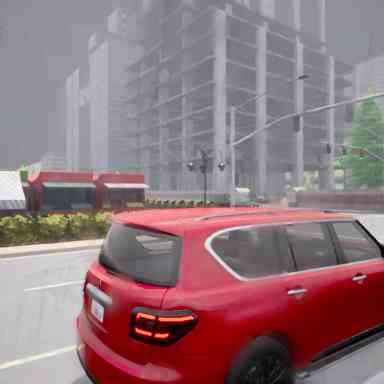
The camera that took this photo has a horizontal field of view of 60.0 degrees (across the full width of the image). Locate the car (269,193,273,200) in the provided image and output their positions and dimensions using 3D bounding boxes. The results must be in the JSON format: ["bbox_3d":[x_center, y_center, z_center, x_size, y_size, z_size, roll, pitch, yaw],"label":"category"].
[{"bbox_3d":[11.664,1.104,58.231,1.905,1.878,3.866,0,0,-36],"label":"car"}]

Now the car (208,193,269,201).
[{"bbox_3d":[3.617,1.162,29.021,2.150,2.045,5.566,0,0,-36],"label":"car"}]

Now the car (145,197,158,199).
[{"bbox_3d":[-4.840,1.418,40.659,1.882,1.535,5.008,0,1,-36],"label":"car"}]

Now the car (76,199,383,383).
[{"bbox_3d":[1.292,1.221,4.713,5.566,2.045,2.150,0,0,-35],"label":"car"}]

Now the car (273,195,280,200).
[{"bbox_3d":[14.053,1.103,59.946,1.905,1.878,3.866,0,0,-36],"label":"car"}]
